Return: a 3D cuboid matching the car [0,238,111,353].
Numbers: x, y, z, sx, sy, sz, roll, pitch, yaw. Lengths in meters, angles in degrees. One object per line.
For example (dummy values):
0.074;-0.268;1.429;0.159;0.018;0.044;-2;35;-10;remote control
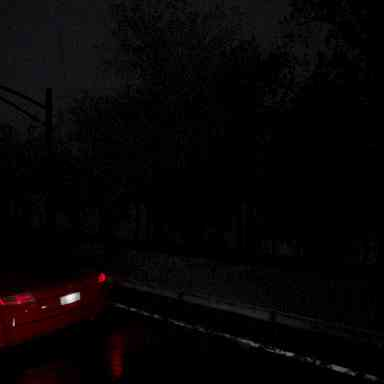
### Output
-3.453;1.564;6.142;4.181;1.385;1.994;0;0;35;car
